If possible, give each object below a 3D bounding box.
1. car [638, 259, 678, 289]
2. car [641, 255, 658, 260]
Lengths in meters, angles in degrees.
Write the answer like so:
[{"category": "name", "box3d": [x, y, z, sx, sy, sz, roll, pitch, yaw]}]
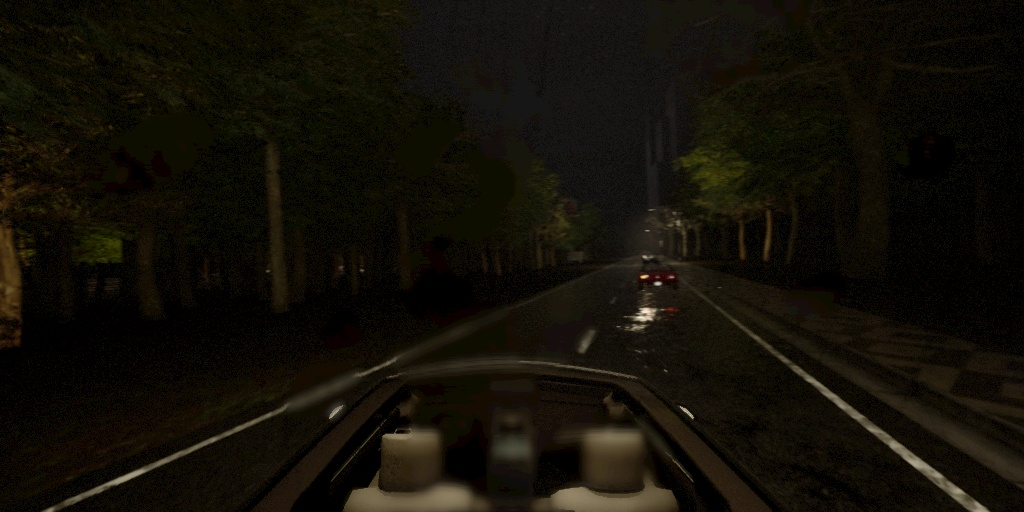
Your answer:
[{"category": "car", "box3d": [7.999, 1.052, 19.885, 1.895, 1.301, 4.718, -2, 0, 20]}, {"category": "car", "box3d": [17.164, 0.619, 44.724, 2.128, 1.511, 4.902, -2, 0, 20]}]
